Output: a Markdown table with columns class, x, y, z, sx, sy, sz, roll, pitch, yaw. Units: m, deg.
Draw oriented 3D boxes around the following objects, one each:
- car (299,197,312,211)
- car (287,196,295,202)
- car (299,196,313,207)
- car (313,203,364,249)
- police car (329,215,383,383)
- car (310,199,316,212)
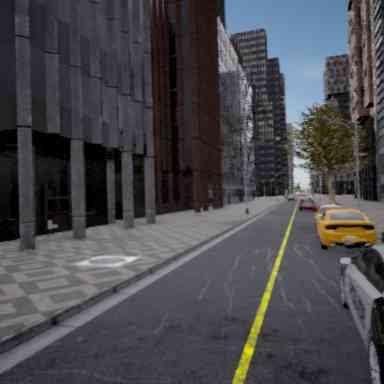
| class | x | y | z | sx | sy | sz | roll | pitch | yaw |
| --- | --- | --- | --- | --- | --- | --- | --- | --- | --- |
| car | 14.343 | 1.582 | 41.290 | 1.994 | 1.385 | 4.181 | -2 | -1 | 19 |
| car | 25.007 | 1.752 | 83.593 | 1.895 | 1.301 | 4.718 | -2 | -1 | 18 |
| car | 18.120 | 1.508 | 52.924 | 1.882 | 1.535 | 5.008 | -2 | -1 | 18 |
| car | 6.361 | 1.441 | 14.104 | 1.882 | 1.535 | 5.008 | -2 | -1 | 18 |
| police car | 3.283 | 1.379 | 4.705 | 1.930 | 1.638 | 5.238 | -2 | -1 | 18 |
| car | 8.285 | 1.425 | 19.988 | 1.801 | 1.575 | 5.366 | -2 | -1 | 18 |
